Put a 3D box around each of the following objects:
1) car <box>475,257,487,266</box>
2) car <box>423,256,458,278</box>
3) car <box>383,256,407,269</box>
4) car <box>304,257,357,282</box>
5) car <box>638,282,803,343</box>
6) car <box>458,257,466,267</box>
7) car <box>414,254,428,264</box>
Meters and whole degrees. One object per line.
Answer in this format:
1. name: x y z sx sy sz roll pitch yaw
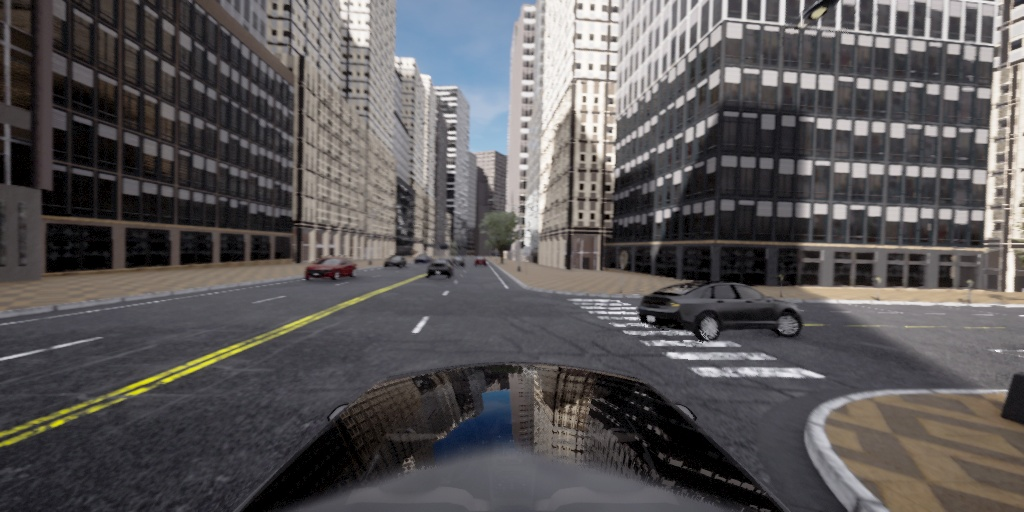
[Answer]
1. car: -5.234 0.844 60.090 1.882 1.535 5.008 1 0 -5
2. car: -5.777 0.981 29.345 1.837 1.490 4.892 1 0 -5
3. car: -13.616 0.703 42.115 1.882 1.535 5.008 1 0 -5
4. car: -12.033 0.815 24.113 1.882 1.535 5.008 1 0 -5
5. car: 6.070 1.504 10.440 4.892 1.490 1.837 1 -4 -18
6. car: -7.771 0.861 51.887 1.812 1.442 4.674 1 0 -5
7. car: -15.189 0.483 60.899 2.097 1.767 4.553 1 0 -5
